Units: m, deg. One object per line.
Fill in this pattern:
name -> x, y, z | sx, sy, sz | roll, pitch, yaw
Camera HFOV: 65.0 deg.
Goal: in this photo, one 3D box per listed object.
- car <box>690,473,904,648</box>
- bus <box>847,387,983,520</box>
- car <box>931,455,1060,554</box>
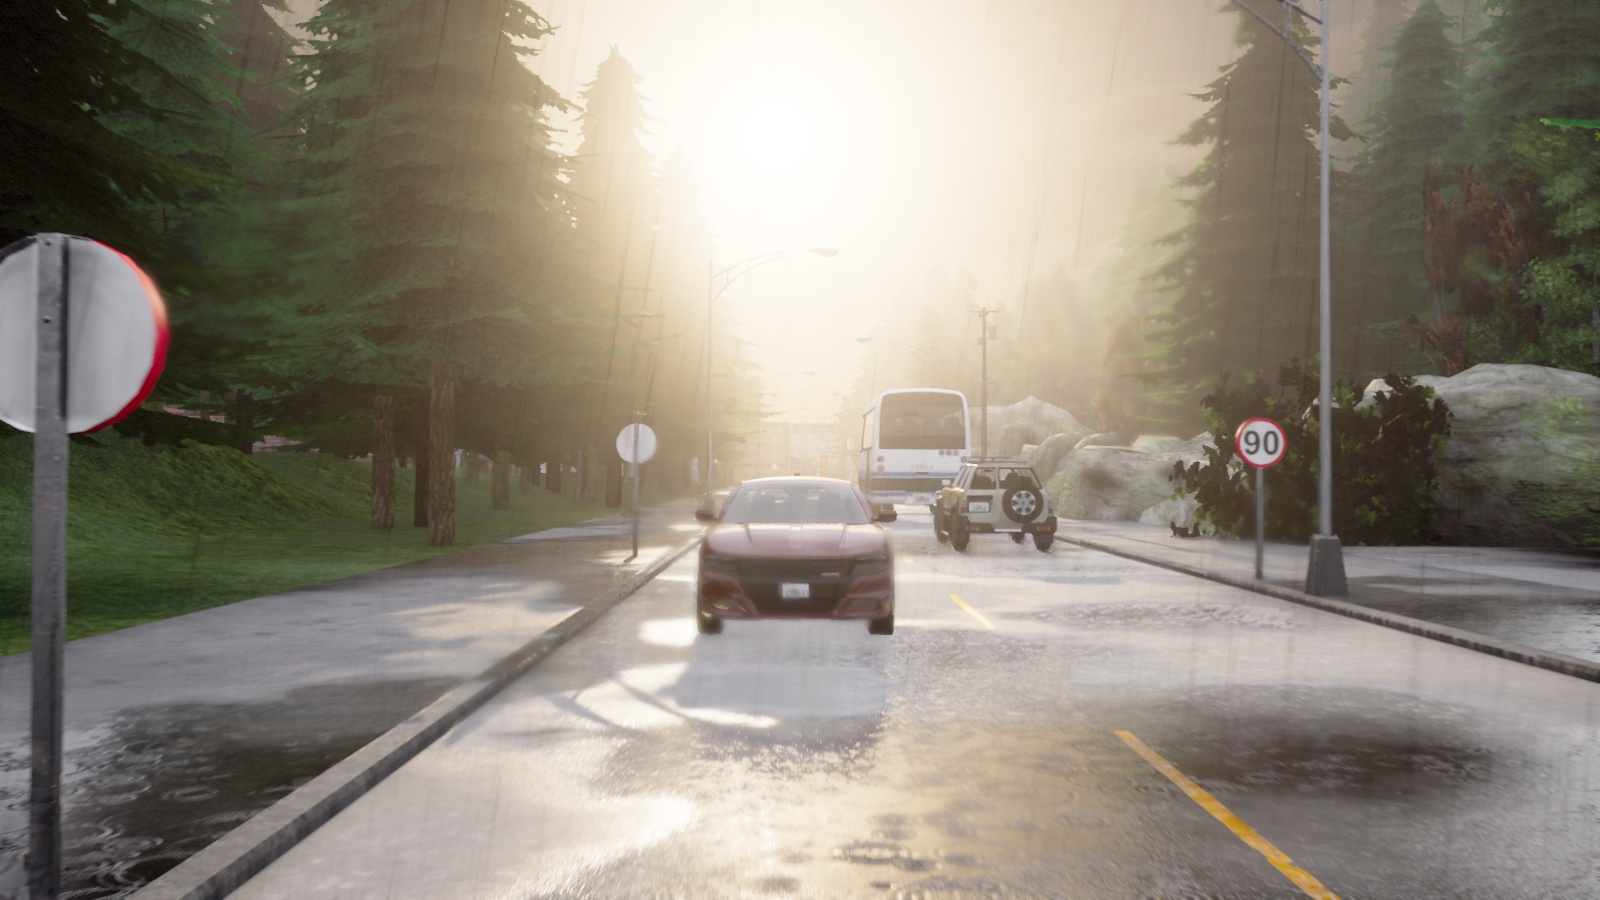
car -> -0.034, 1.019, 13.582 | 1.882, 1.535, 5.008 | 0, -1, 0
bus -> 3.905, 0.186, 45.638 | 3.944, 4.253, 10.273 | 0, -1, 0
car -> 3.935, 1.052, 26.013 | 1.932, 1.855, 4.605 | 0, -1, 0
